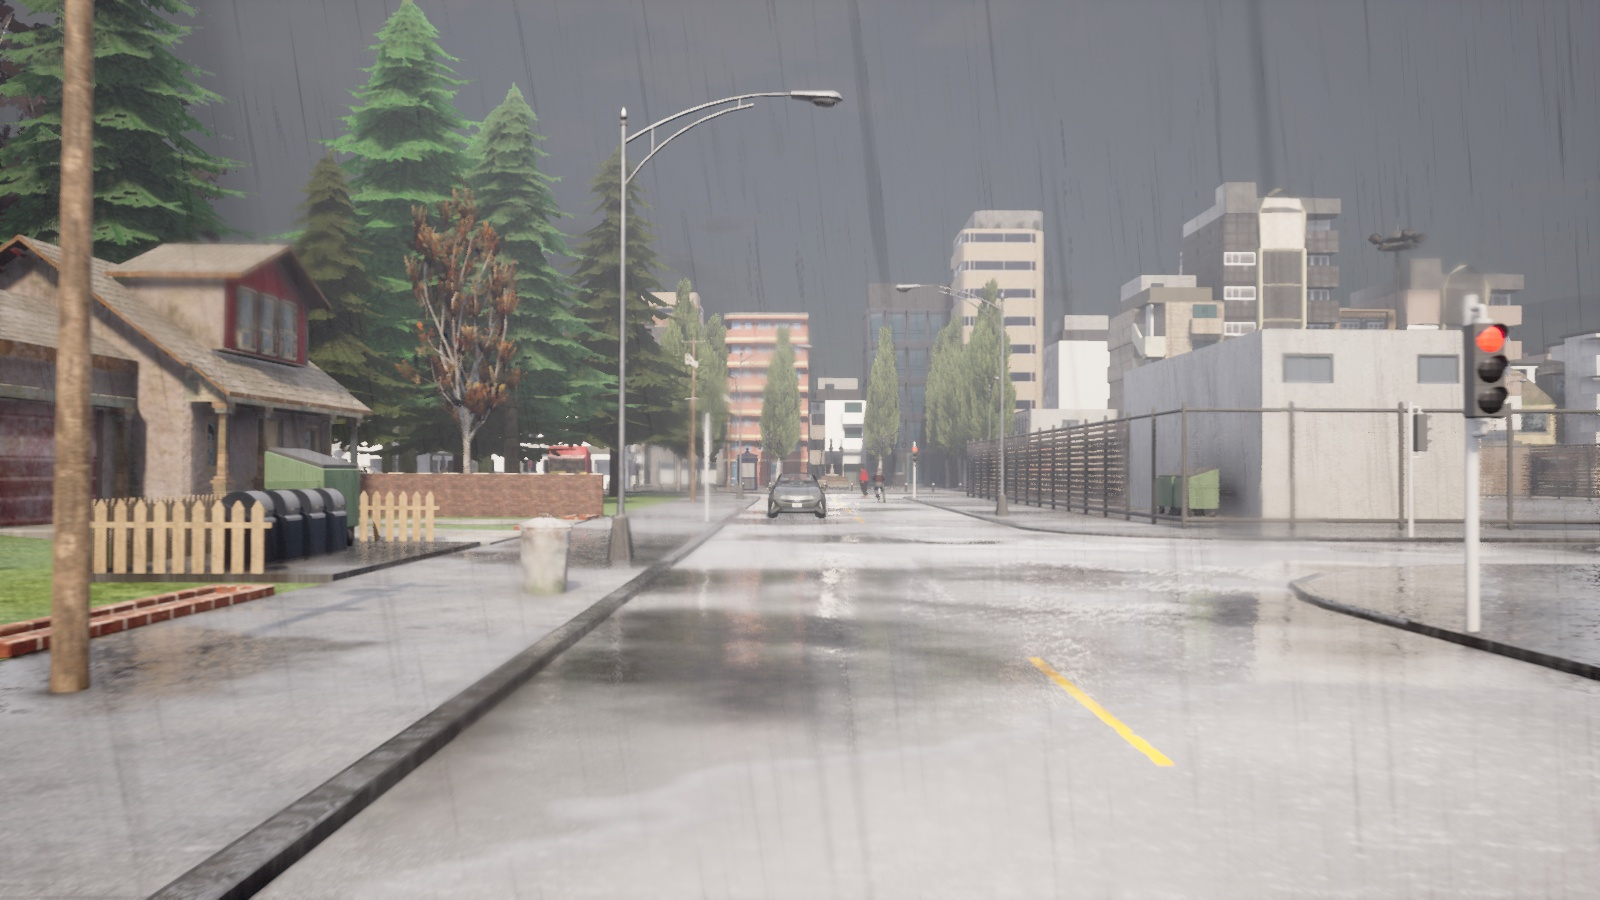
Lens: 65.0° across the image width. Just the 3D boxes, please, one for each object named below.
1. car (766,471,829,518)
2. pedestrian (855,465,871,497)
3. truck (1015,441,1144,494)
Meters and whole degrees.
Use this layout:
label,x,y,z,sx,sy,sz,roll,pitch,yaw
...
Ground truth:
label,x,y,z,sx,sy,sz,roll,pitch,yaw
car,-0.097,1.479,42.807,2.007,1.525,4.514,0,-1,0
pedestrian,3.738,1.821,74.138,0.899,1.844,0.634,0,-1,0
truck,18.632,1.165,84.112,7.936,3.462,2.891,0,-1,0
